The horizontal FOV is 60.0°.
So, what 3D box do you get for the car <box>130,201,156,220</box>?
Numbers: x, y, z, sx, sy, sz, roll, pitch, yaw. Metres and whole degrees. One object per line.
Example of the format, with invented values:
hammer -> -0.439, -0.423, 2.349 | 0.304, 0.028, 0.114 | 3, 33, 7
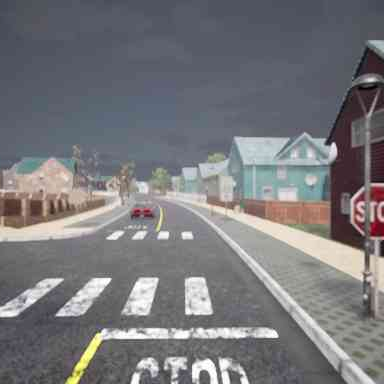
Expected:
car -> -3.854, 1.446, 26.650 | 1.895, 1.301, 4.718 | 0, 0, -4
